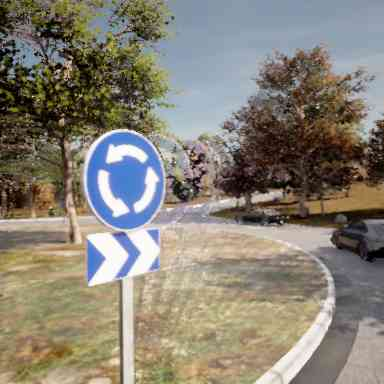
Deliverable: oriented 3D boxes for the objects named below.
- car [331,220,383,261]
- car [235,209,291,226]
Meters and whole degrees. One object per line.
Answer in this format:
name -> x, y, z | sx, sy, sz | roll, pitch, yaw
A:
car -> 7.130, 1.782, 13.178 | 1.994, 1.385, 4.181 | -1, -1, 4
car -> 5.682, 2.070, 27.482 | 1.895, 1.301, 4.718 | 0, -1, -35
